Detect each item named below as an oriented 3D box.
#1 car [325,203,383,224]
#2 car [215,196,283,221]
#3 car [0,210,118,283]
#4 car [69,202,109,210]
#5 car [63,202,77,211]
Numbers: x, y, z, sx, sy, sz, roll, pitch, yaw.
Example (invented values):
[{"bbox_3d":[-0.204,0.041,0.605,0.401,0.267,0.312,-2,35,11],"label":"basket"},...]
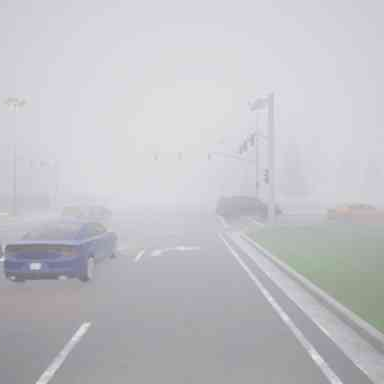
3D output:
[{"bbox_3d":[12.493,1.542,24.647,5.008,1.535,1.882,0,0,0],"label":"car"},{"bbox_3d":[4.703,1.327,27.892,5.566,2.045,2.150,0,-1,-8],"label":"car"},{"bbox_3d":[-3.539,1.533,9.940,1.882,1.535,5.008,0,0,-1],"label":"car"},{"bbox_3d":[-7.451,1.685,25.749,2.033,1.411,5.357,0,0,-3],"label":"car"},{"bbox_3d":[-11.880,1.714,34.130,1.812,1.442,4.674,0,0,-5],"label":"car"}]
